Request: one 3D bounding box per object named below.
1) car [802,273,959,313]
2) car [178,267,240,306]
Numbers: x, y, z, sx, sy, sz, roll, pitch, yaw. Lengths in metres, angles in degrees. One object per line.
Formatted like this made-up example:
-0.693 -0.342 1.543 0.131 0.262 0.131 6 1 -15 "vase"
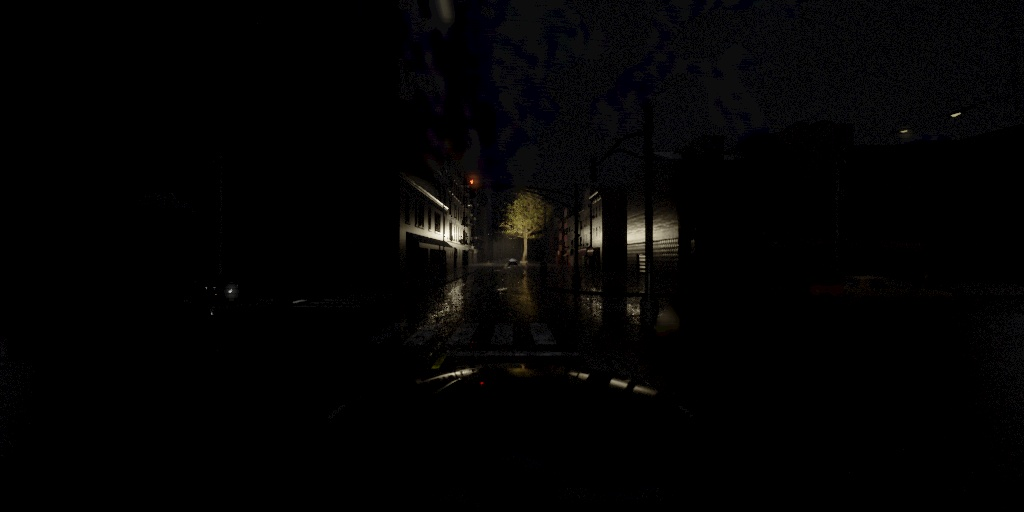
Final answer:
13.898 1.346 13.625 4.829 1.417 1.751 0 0 0 "car"
-13.764 1.177 14.499 4.892 1.490 1.837 0 0 0 "car"
